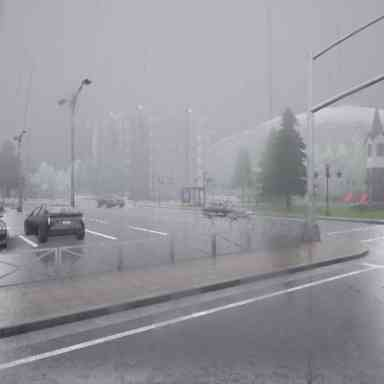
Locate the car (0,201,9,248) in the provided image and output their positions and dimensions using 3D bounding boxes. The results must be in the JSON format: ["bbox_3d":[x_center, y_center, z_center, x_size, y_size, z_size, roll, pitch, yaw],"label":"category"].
[{"bbox_3d":[-8.884,1.331,13.426,2.152,1.636,5.027,0,0,-36],"label":"car"}]

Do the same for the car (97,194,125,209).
[{"bbox_3d":[-11.173,1.226,45.701,2.150,2.045,5.566,0,0,-36],"label":"car"}]

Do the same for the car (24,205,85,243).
[{"bbox_3d":[-6.372,1.340,15.306,2.007,1.523,4.514,0,0,-36],"label":"car"}]

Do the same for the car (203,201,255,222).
[{"bbox_3d":[2.856,1.490,26.553,2.128,1.511,4.902,0,0,-36],"label":"car"}]
